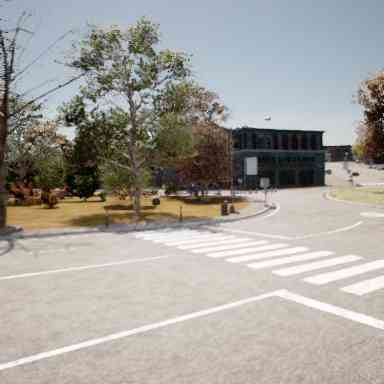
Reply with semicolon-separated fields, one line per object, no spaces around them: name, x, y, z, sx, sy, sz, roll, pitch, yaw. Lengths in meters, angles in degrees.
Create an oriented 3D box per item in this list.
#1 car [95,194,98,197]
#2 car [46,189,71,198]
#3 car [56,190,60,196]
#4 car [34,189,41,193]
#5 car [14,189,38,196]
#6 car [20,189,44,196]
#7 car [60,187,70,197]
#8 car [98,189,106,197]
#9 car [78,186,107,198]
car;-16.648;0.257;61.823;1.946;1.575;5.366;-1;2;17
car;-28.420;0.270;71.046;2.231;1.521;4.892;-1;2;18
car;-26.076;0.037;69.185;2.435;2.045;5.566;0;2;18
car;-33.097;0.081;74.699;2.185;1.767;4.553;-1;2;18
car;-40.035;0.095;80.311;2.097;1.535;5.008;-1;2;19
car;-37.712;0.131;78.449;2.097;1.535;5.008;0;3;19
car;-23.715;0.325;67.376;2.163;1.488;4.792;-1;2;17
car;-14.237;0.094;60.193;2.185;1.767;4.553;-2;2;16
car;-18.985;0.026;63.817;2.435;2.045;5.566;-2;2;17
